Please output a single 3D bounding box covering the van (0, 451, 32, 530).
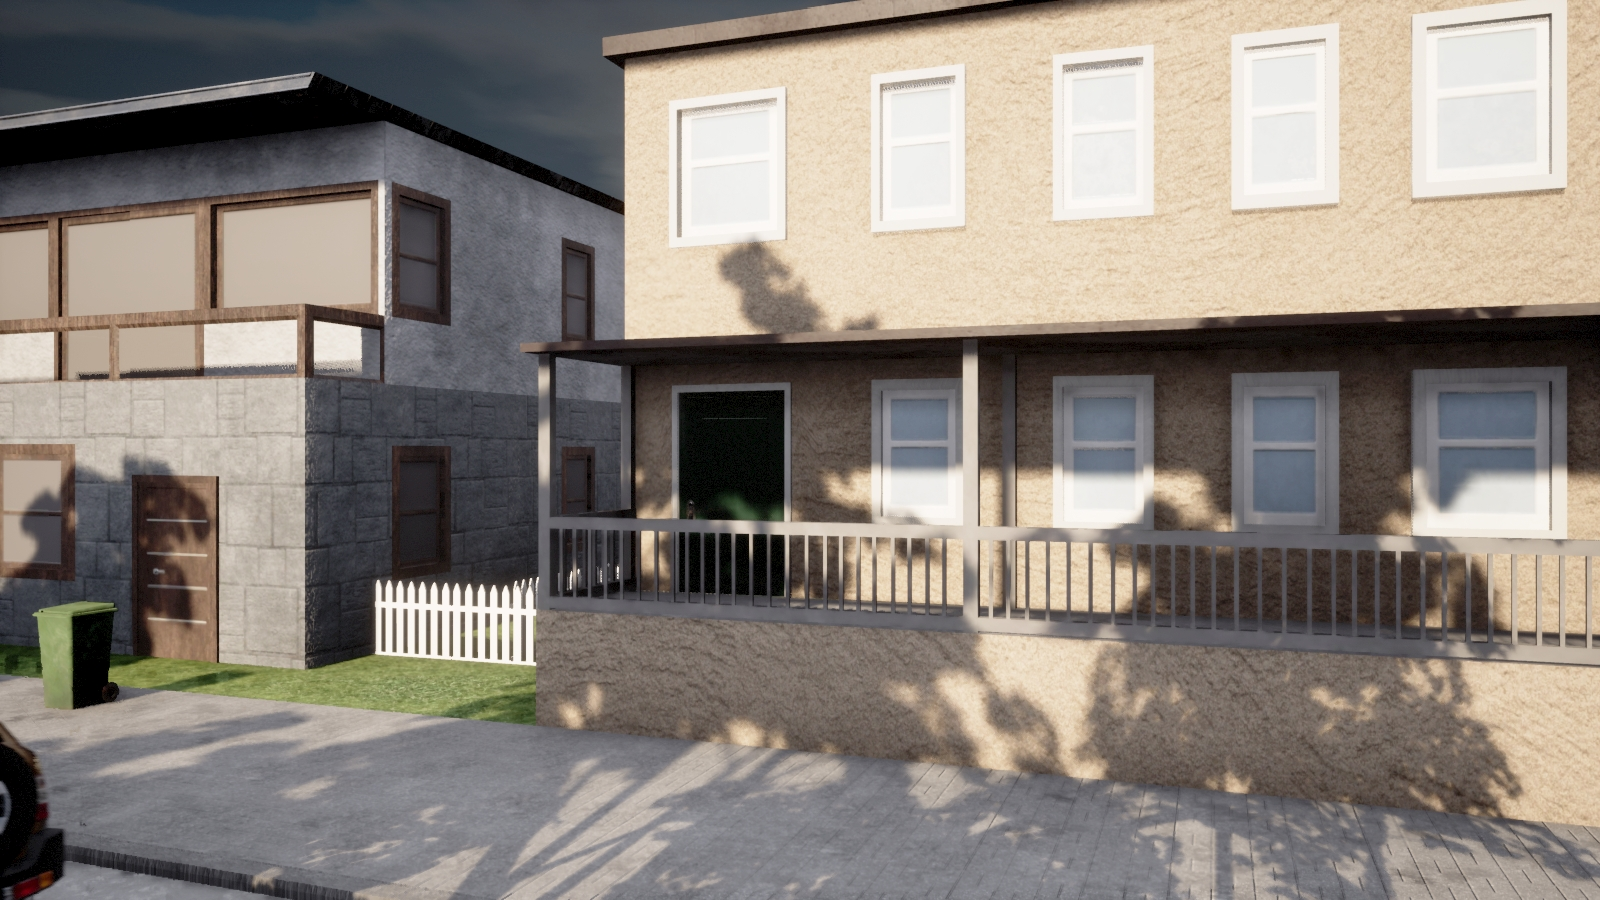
[{"bbox_3d":[-27.753,1.329,35.973,1.988,2.561,5.915,0,0,20],"label":"van"}]

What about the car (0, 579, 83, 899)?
[{"bbox_3d":[-6.397,1.648,6.100,4.605,1.855,1.932,0,0,20],"label":"car"}]
